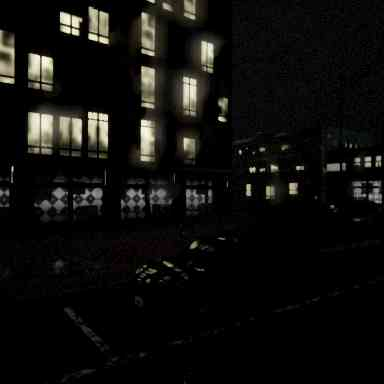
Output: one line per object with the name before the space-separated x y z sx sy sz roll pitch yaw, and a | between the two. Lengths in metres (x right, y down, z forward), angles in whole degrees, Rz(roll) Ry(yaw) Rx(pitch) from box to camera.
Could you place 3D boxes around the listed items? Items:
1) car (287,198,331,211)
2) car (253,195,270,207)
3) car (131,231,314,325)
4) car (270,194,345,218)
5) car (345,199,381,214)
car | 12.834 1.340 36.736 1.802 1.307 4.206 1 0 -36
car | 9.553 1.130 41.208 1.967 1.590 4.097 1 0 -36
car | 0.839 1.566 7.152 4.313 1.339 1.947 0 0 -35
car | 9.367 1.101 27.307 2.192 1.841 5.009 1 0 -36
car | 16.116 1.372 32.266 1.887 1.381 4.507 1 0 -36
